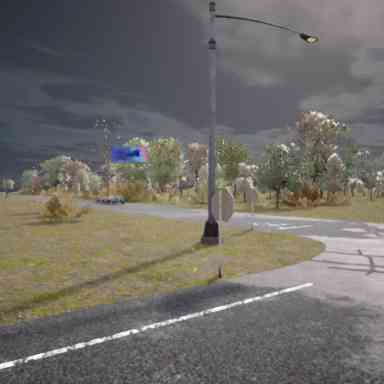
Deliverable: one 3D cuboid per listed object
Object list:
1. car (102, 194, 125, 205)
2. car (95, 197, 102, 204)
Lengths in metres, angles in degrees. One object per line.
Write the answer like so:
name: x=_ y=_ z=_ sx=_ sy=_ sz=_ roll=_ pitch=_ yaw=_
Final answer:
car: x=-13.204 y=1.240 z=56.632 sx=2.097 sy=1.767 sz=4.553 roll=0 pitch=0 yaw=-33
car: x=-16.227 y=1.479 z=61.043 sx=1.895 sy=1.301 sz=4.718 roll=0 pitch=0 yaw=-34
